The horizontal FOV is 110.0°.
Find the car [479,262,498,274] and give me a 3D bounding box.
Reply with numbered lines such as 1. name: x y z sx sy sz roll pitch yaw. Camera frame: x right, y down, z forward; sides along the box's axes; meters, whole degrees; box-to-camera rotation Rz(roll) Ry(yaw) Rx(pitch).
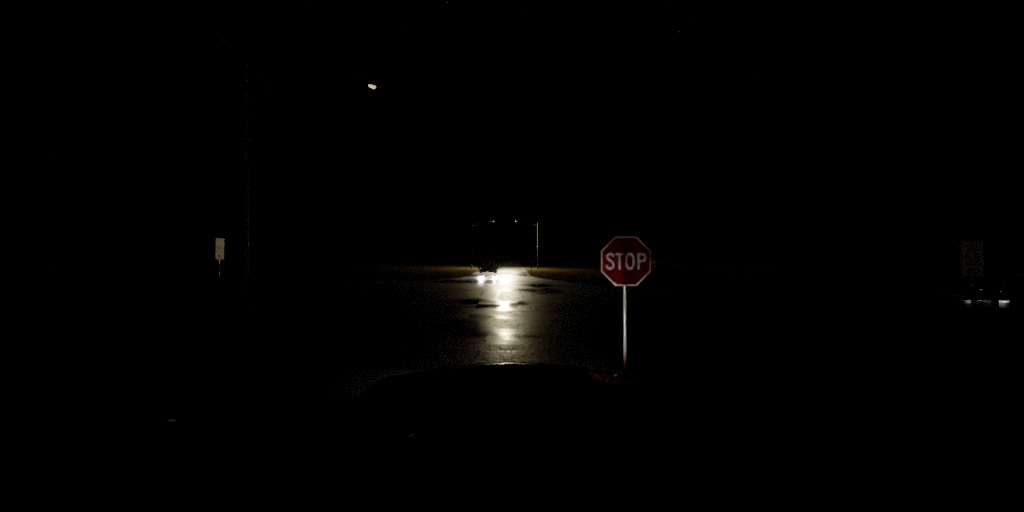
1. car: -2.649 1.389 40.823 1.895 1.301 4.718 0 0 0

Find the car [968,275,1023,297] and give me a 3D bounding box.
1. car: 32.484 1.954 22.969 4.892 1.490 1.837 1 -1 0
